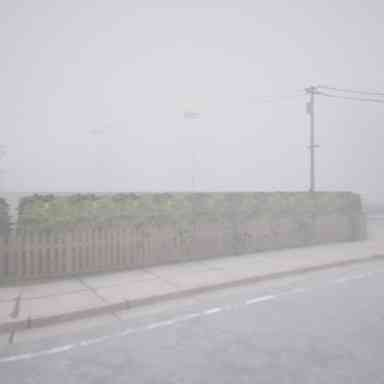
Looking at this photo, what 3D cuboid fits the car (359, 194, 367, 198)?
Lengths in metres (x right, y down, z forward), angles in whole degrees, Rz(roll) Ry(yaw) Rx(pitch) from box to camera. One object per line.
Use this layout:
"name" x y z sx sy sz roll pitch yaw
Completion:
"car" 28.619 1.135 56.717 2.242 1.667 4.611 0 0 37
